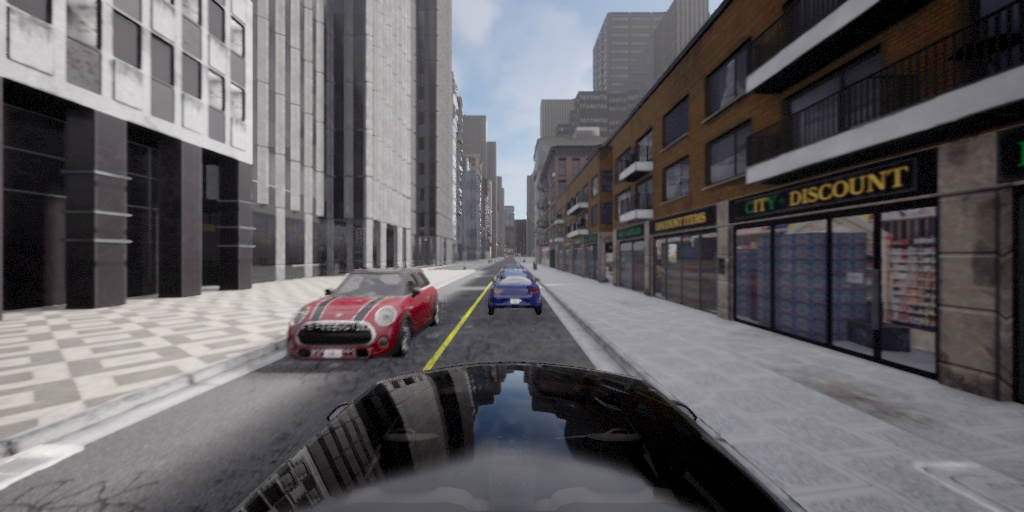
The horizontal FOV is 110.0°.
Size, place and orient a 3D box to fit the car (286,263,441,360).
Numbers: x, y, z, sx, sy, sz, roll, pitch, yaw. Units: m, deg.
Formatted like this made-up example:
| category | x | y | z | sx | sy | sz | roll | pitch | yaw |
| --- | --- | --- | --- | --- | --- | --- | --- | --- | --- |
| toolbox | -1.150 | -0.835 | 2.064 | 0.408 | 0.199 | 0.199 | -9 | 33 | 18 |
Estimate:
| category | x | y | z | sx | sy | sz | roll | pitch | yaw |
| --- | --- | --- | --- | --- | --- | --- | --- | --- | --- |
| car | -3.103 | 1.092 | 8.457 | 2.097 | 1.767 | 4.553 | 0 | 0 | 0 |

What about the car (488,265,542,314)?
| category | x | y | z | sx | sy | sz | roll | pitch | yaw |
| --- | --- | --- | --- | --- | --- | --- | --- | --- | --- |
| car | 0.094 | 1.259 | 13.627 | 1.812 | 1.442 | 4.674 | 0 | 0 | 0 |
